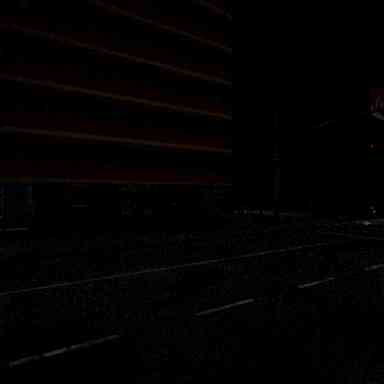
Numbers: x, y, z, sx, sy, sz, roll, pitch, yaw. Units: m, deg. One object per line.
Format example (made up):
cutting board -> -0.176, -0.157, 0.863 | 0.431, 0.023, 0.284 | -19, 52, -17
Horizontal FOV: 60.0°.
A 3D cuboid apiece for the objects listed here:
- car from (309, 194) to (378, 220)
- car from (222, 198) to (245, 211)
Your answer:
car -> 12.963, 1.221, 28.917 | 2.150, 2.045, 5.566 | 0, 0, -38
car -> 4.363, 1.492, 40.579 | 2.128, 1.511, 4.902 | 0, 0, -36
